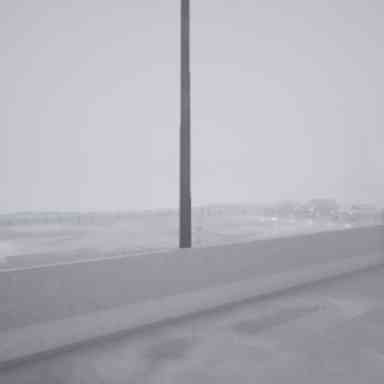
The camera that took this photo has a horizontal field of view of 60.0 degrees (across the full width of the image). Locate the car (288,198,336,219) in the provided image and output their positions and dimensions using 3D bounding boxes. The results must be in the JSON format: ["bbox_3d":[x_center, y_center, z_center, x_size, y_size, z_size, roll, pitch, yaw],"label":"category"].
[{"bbox_3d":[10.845,1.333,28.773,4.553,1.767,2.097,0,0,-35],"label":"car"}]

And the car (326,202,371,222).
[{"bbox_3d":[12.826,1.619,25.887,4.718,1.301,1.895,0,0,-35],"label":"car"}]

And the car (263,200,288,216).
[{"bbox_3d":[8.791,1.506,31.607,4.674,1.442,1.812,0,0,-35],"label":"car"}]

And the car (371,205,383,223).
[{"bbox_3d":[14.880,1.296,23.052,4.902,1.511,2.128,0,0,-35],"label":"car"}]
